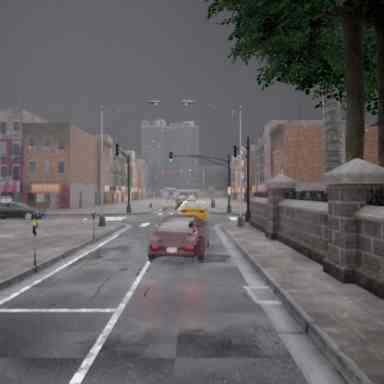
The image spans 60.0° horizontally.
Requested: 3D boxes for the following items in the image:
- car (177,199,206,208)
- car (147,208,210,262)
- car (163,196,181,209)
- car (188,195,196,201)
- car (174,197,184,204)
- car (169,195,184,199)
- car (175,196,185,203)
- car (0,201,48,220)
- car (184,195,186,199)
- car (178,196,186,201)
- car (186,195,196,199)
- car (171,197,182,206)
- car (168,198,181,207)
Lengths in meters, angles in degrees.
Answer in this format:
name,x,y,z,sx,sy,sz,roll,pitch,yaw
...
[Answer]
name,x,y,z,sx,sy,sz,roll,pitch,yaw
car,0.061,1.516,25.188,1.882,1.535,5.008,0,0,0
car,-0.378,1.539,12.085,1.812,1.442,4.674,0,0,5
car,-2.687,1.581,41.873,1.752,1.417,4.829,0,0,0
car,-0.094,1.526,83.021,1.994,1.385,4.181,0,0,0
car,-2.718,1.666,69.303,1.947,1.339,4.313,0,0,0
car,-2.694,1.379,47.495,2.192,1.841,5.009,0,0,0
car,-2.724,1.660,74.756,2.008,1.369,4.403,0,0,0
car,-14.471,1.557,27.334,4.892,1.490,1.837,0,0,0
car,-2.712,1.656,63.851,1.947,1.339,4.313,0,0,0
car,-2.742,1.689,91.112,2.008,1.369,4.403,0,0,0
car,-0.082,1.695,73.045,1.895,1.301,4.718,0,0,0
car,-2.705,1.606,58.230,1.752,1.417,4.829,0,0,0
car,-2.699,1.654,52.947,1.802,1.307,4.206,0,0,0
